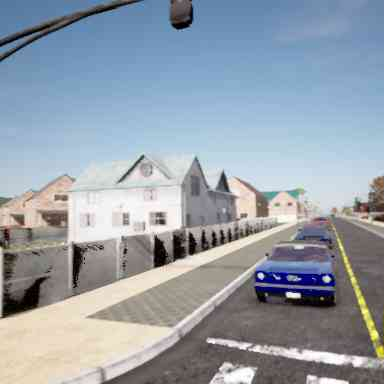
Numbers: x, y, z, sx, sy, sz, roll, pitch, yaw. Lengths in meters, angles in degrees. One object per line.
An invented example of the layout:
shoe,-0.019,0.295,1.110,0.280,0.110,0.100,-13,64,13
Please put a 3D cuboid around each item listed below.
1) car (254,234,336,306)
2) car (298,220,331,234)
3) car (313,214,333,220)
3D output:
car,3.099,2.126,9.542,1.895,1.301,4.718,-3,-4,22
car,7.535,2.676,20.426,1.994,1.385,4.181,-3,-4,22
car,14.533,3.536,37.510,1.882,1.535,5.008,-3,-4,23
